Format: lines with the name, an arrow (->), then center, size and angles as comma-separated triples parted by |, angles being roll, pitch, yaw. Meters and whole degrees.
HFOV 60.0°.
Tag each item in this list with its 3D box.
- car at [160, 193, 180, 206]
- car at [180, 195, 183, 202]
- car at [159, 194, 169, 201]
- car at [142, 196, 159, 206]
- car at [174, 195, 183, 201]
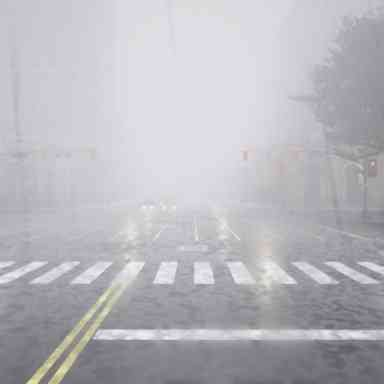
car -> -3.576, 1.310, 54.974 | 2.097, 1.767, 4.553 | 0, 0, 0
car -> -3.407, 1.169, 69.410 | 2.150, 2.045, 5.566 | 0, 0, 1
car -> -6.777, 1.288, 81.740 | 2.097, 1.767, 4.553 | 0, 0, 1
car -> -7.075, 1.522, 55.321 | 1.994, 1.385, 4.181 | 0, 0, 0
car -> -3.276, 1.459, 81.872 | 2.128, 1.511, 4.902 | 0, 0, 1
